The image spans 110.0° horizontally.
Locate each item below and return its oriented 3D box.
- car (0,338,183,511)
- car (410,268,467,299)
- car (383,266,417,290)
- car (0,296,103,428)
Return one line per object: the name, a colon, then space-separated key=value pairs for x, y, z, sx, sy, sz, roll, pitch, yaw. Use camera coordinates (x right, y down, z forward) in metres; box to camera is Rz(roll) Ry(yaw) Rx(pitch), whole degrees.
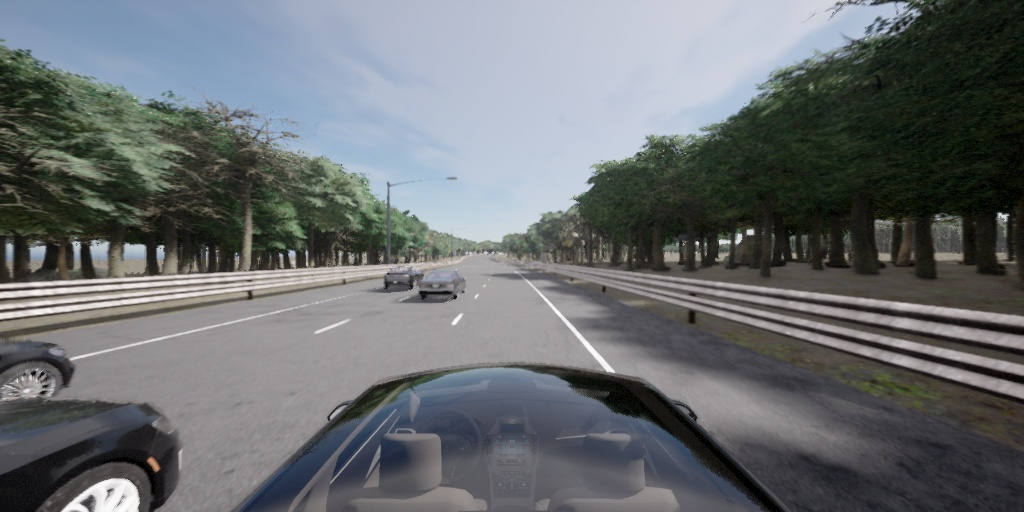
car: x=-3.415 y=1.250 z=0.682 sx=1.837 sy=1.490 sz=4.892 roll=0 pitch=0 yaw=0
car: x=-3.536 y=1.437 z=18.989 sx=2.033 sy=1.411 sz=5.357 roll=0 pitch=0 yaw=-1
car: x=-7.129 y=1.427 z=24.239 sx=2.128 sy=1.511 sz=4.902 roll=0 pitch=0 yaw=-1
car: x=-6.911 y=1.291 z=2.920 sx=1.812 sy=1.442 sz=4.674 roll=0 pitch=0 yaw=0
